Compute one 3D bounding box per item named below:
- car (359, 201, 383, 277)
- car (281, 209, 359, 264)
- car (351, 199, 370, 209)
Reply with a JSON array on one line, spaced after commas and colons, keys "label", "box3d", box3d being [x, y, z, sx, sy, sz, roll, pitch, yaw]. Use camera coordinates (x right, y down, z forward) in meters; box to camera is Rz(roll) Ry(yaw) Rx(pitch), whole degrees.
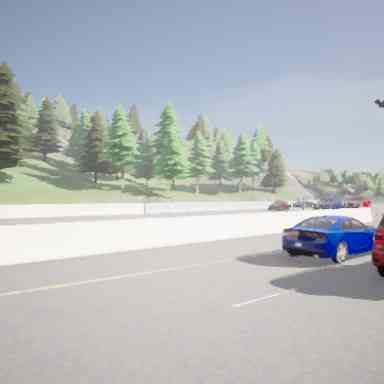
[{"label": "car", "box3d": [7.150, 1.352, 9.373, 5.566, 2.045, 2.150, 1, 0, -39]}, {"label": "car", "box3d": [5.418, 1.614, 12.495, 5.008, 1.535, 1.882, 1, 0, -39]}, {"label": "car", "box3d": [20.639, 1.511, 41.465, 2.150, 2.045, 5.566, 0, -1, 42]}]
